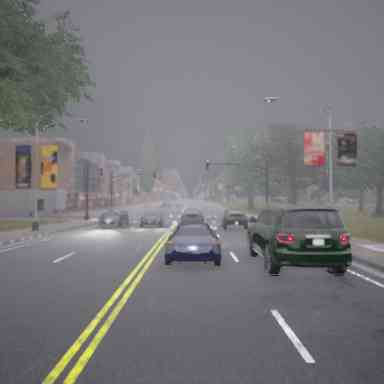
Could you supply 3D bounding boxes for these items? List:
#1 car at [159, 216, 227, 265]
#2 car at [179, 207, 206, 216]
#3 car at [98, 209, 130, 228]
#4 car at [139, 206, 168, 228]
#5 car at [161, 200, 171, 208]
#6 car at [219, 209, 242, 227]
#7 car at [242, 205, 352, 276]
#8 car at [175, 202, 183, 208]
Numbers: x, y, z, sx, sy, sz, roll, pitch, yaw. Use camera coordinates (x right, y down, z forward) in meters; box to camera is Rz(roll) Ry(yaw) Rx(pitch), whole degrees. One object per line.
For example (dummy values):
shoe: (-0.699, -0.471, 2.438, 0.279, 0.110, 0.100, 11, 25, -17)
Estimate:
car: (0.048, 1.815, 12.704, 1.994, 1.385, 4.181, 0, -1, 1)
car: (0.041, 2.156, 26.937, 1.837, 1.490, 4.892, 0, -3, 1)
car: (-6.545, 2.192, 28.468, 2.128, 1.511, 4.902, 0, -2, 0)
car: (-3.293, 2.205, 28.449, 1.837, 1.490, 4.892, 0, -2, 0)
car: (-6.494, 2.987, 84.373, 2.150, 2.045, 5.566, 0, -1, 0)
car: (3.294, 2.150, 26.761, 1.837, 1.490, 4.892, 0, -3, 0)
car: (3.284, 1.438, 11.249, 2.150, 2.045, 5.566, 0, -1, 1)
car: (-3.244, 3.262, 84.399, 1.837, 1.490, 4.892, 0, -1, 0)
